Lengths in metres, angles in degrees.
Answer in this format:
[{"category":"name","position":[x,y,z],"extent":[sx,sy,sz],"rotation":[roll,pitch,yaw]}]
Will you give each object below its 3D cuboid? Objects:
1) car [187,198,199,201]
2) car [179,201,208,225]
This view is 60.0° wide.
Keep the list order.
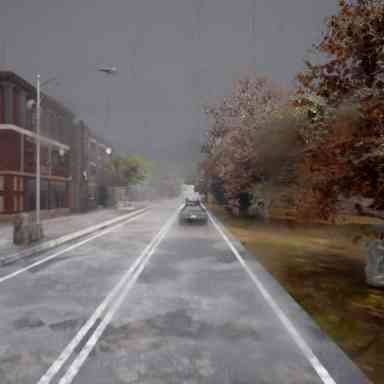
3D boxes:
[{"category":"car","position":[0.097,1.487,41.595],"extent":[2.128,1.511,4.902],"rotation":[0,0,0]},{"category":"car","position":[0.099,1.563,23.760],"extent":[1.994,1.385,4.181],"rotation":[0,0,0]}]
